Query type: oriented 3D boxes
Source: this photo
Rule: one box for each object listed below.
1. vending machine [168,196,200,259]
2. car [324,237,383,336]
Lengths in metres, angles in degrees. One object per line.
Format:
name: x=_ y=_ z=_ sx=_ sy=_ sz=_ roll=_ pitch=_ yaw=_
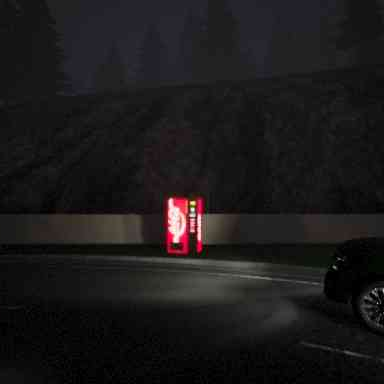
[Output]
vending machine: x=-0.263 y=1.195 z=11.787 sx=0.880 sy=2.100 sz=1.100 roll=0 pitch=0 yaw=14
car: x=4.984 y=1.223 z=4.918 sx=5.566 sy=2.045 sz=2.150 roll=0 pitch=0 yaw=37
